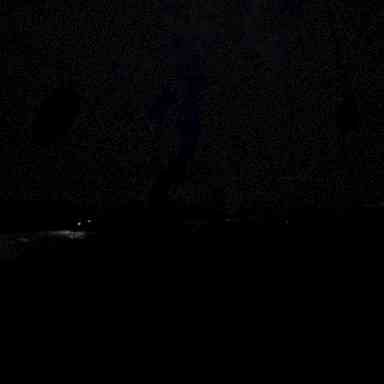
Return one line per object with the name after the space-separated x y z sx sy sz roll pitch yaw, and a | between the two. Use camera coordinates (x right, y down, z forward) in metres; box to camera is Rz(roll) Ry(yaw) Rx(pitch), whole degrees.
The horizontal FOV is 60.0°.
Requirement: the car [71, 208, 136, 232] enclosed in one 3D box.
-5.669 1.780 21.738 1.994 1.385 4.181 2 0 35 | car

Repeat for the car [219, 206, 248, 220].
4.377 2.206 35.920 1.994 1.385 4.181 2 -1 35 | car

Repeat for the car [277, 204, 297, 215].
14.302 2.554 49.777 1.837 1.490 4.892 2 -1 35 | car
